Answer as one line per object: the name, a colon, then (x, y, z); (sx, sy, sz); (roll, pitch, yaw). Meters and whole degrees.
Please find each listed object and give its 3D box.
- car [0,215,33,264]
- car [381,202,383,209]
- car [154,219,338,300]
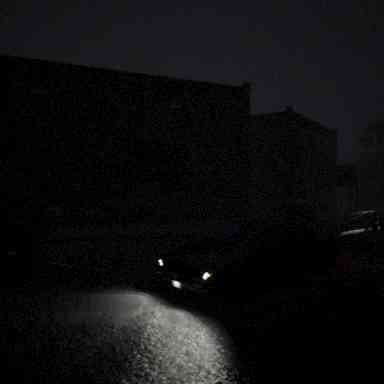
car: (-6.698, 1.294, 9.419); (4.892, 1.521, 2.231); (0, 0, 26)
car: (33.094, 2.044, 54.465); (2.231, 1.521, 4.892); (0, -2, -2)
car: (1.687, 1.411, 8.310); (5.357, 1.411, 2.033); (0, 1, -42)
